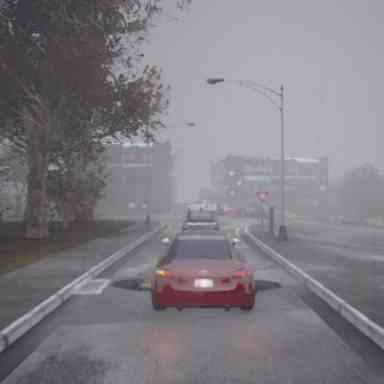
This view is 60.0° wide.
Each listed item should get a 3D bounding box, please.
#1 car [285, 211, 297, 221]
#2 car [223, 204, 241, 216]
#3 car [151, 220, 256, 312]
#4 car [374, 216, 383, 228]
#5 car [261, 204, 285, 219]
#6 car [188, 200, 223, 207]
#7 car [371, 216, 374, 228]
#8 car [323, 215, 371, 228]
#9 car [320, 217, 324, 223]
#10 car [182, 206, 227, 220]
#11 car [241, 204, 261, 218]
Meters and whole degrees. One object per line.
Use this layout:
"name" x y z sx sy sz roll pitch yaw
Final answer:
"car" 13.005 3.335 49.363 1.946 1.575 5.366 6 -3 -31
"car" 4.225 2.396 47.488 2.185 1.767 4.553 4 -3 -32
"car" 0.216 1.583 7.811 1.994 1.385 4.181 0 -1 0
"car" 27.796 4.755 52.107 1.946 1.575 5.366 6 -3 -30
"car" 10.181 2.804 48.624 2.435 2.045 5.566 7 -3 -31
"car" 1.353 2.109 46.860 2.435 2.045 5.566 1 -2 -31
"car" 24.923 4.514 51.414 2.002 1.452 4.674 7 -3 -30
"car" 21.148 3.923 45.383 4.902 1.511 2.128 6 -2 -11
"car" 21.959 4.229 50.861 2.002 1.452 4.674 6 -3 -30
"car" 0.495 1.705 17.533 2.128 1.511 4.902 0 -1 3
"car" 7.191 2.642 48.026 2.185 1.767 4.553 6 -3 -31
